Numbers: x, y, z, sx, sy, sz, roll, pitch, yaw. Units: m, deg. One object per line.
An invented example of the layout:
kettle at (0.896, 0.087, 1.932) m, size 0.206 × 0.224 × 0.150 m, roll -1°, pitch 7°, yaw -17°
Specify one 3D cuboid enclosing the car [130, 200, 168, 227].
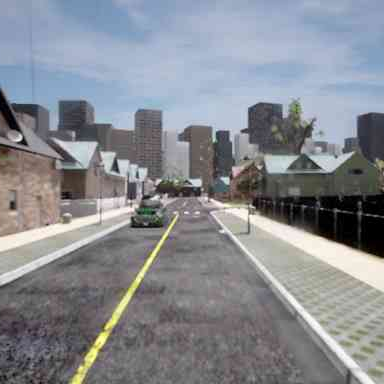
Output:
car at (-2.791, 1.357, 22.447) m, size 2.097 × 1.767 × 4.553 m, roll 0°, pitch 0°, yaw 0°
